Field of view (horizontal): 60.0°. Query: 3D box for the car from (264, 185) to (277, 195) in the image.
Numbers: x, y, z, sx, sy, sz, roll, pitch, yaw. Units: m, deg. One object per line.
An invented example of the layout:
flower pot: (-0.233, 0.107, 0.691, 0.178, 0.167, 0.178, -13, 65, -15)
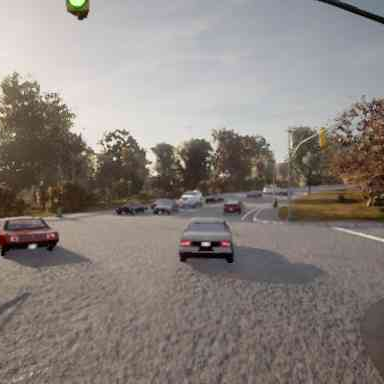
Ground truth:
car: (17.560, -0.546, 72.984, 2.150, 2.045, 5.566, 0, 3, 36)

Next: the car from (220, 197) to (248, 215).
car: (4.757, 1.612, 37.114, 1.882, 1.535, 5.008, 0, 1, 15)

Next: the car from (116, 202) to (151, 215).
car: (-6.508, 1.787, 36.311, 1.895, 1.301, 4.718, 0, 0, 14)

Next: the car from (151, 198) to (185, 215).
car: (-2.701, 1.714, 37.191, 2.033, 1.411, 5.357, 0, 1, 14)

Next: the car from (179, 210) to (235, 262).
car: (0.583, 1.632, 12.474, 2.033, 1.411, 5.357, 0, 0, 4)

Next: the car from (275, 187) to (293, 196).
car: (19.659, 0.008, 69.867, 1.895, 1.301, 4.718, 0, 3, 36)

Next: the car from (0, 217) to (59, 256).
car: (-7.151, 1.688, 13.785, 1.895, 1.301, 4.718, 0, -1, -38)

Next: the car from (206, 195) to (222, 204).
car: (3.747, 1.171, 55.550, 1.895, 1.301, 4.718, 0, 3, 24)

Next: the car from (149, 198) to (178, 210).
car: (-3.833, 1.577, 45.569, 2.033, 1.411, 5.357, 0, 1, 18)

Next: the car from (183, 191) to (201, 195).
car: (-0.076, 0.874, 55.502, 2.150, 2.045, 5.566, 0, 3, 21)

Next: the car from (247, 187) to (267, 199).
car: (12.127, 0.415, 64.333, 2.128, 1.511, 4.902, 0, 3, 31)

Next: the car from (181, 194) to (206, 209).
car: (0.083, 1.499, 46.202, 1.812, 1.442, 4.674, 0, 2, 19)
